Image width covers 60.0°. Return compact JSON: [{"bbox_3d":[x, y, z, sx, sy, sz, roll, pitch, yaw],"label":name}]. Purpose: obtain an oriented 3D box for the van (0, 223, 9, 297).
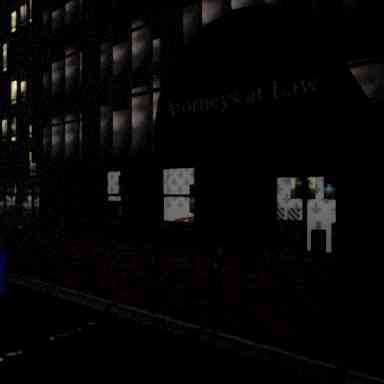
[{"bbox_3d":[-5.362,1.327,6.694,3.998,1.788,1.690,0,0,35],"label":"van"}]
